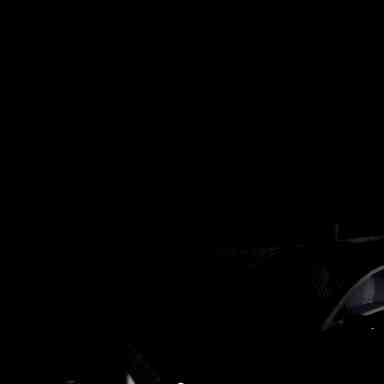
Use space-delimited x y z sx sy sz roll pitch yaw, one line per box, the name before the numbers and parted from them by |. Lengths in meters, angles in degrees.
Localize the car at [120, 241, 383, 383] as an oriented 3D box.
car | 1.644 1.432 4.032 4.902 1.511 2.128 0 1 -29
